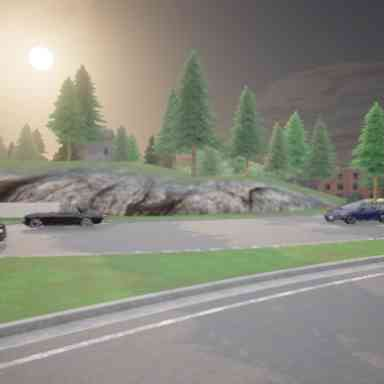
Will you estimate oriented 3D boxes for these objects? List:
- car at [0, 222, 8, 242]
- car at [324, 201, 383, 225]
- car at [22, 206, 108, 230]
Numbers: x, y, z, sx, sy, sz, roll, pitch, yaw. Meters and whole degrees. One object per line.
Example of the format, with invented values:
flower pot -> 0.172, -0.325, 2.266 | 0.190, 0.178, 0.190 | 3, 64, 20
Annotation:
car -> -9.730, 1.560, 13.254 | 4.181, 1.385, 1.994 | 0, 0, -7
car -> 11.088, 1.348, 22.210 | 4.674, 1.442, 1.812 | 0, 0, -22
car -> -7.706, 1.549, 20.449 | 4.718, 1.301, 1.895 | 0, 0, -7
